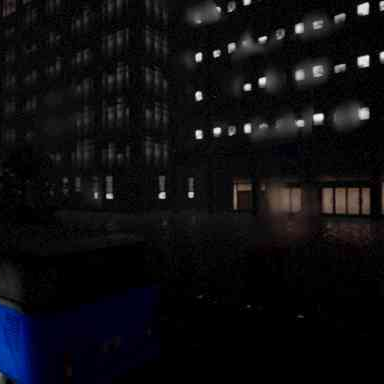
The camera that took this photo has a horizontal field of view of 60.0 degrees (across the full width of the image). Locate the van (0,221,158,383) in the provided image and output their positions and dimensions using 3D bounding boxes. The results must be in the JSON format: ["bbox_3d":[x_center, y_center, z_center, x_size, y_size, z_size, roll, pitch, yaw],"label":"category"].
[{"bbox_3d":[-2.324,1.353,4.534,3.998,1.788,1.690,0,0,36],"label":"van"}]
